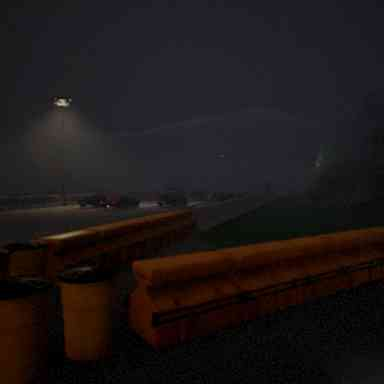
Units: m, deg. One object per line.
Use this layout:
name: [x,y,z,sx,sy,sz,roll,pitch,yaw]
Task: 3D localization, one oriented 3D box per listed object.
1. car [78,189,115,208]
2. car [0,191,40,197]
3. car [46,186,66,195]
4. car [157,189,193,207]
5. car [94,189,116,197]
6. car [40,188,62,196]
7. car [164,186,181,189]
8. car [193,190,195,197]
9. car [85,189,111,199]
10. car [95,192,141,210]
car: [-9.605,0.785,34.209,2.128,1.511,4.902,0,1,19]
car: [-22.001,0.647,41.641,1.882,1.535,5.008,0,1,20]
car: [-24.002,0.076,56.849,2.150,2.045,5.566,0,1,19]
car: [-1.954,0.751,34.859,2.128,1.511,4.902,0,1,19]
car: [-17.117,0.190,65.867,1.837,1.490,4.892,0,2,19]
car: [-22.512,0.543,50.706,1.994,1.385,4.181,0,1,20]
car: [-2.783,0.086,53.572,2.150,2.045,5.566,0,1,19]
car: [1.224,0.329,54.421,2.128,1.511,4.902,0,1,19]
car: [-16.302,0.322,57.661,1.837,1.490,4.892,0,1,20]
car: [-6.759,0.941,31.752,1.895,1.301,4.718,0,1,19]
